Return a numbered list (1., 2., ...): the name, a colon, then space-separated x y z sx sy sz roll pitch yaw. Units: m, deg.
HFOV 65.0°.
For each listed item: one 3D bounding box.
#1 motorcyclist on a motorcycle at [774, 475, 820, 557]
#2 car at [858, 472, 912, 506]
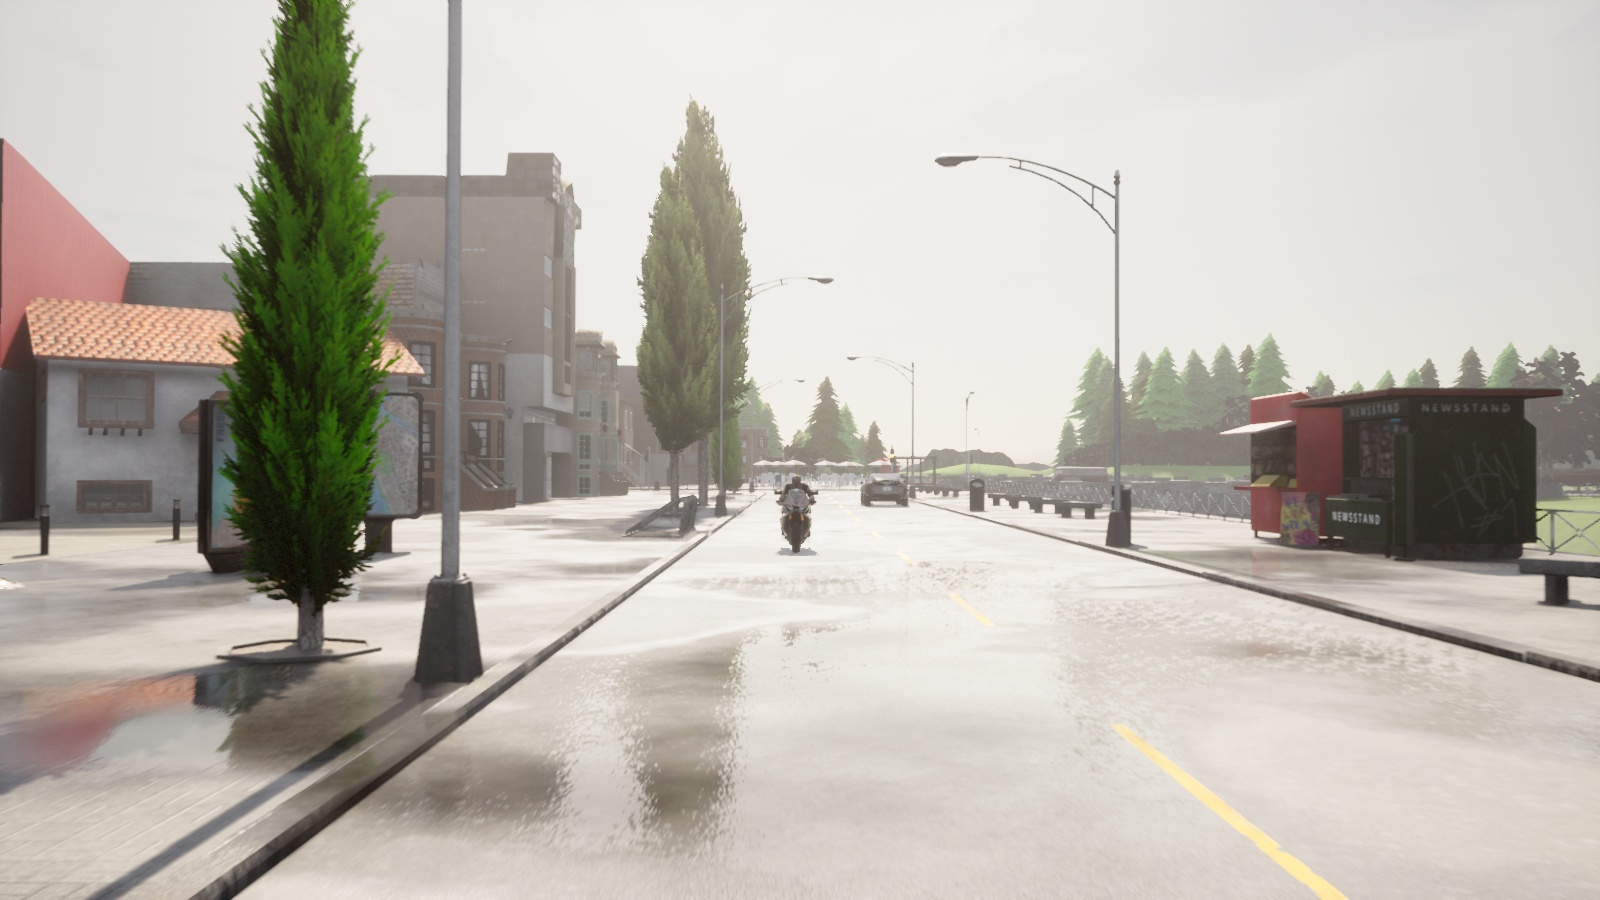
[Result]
1. motorcyclist on a motorcycle: -0.064 1.263 24.696 0.866 1.530 2.191 0 -1 0
2. car: 3.849 1.766 57.764 2.163 1.488 4.792 0 -1 0
